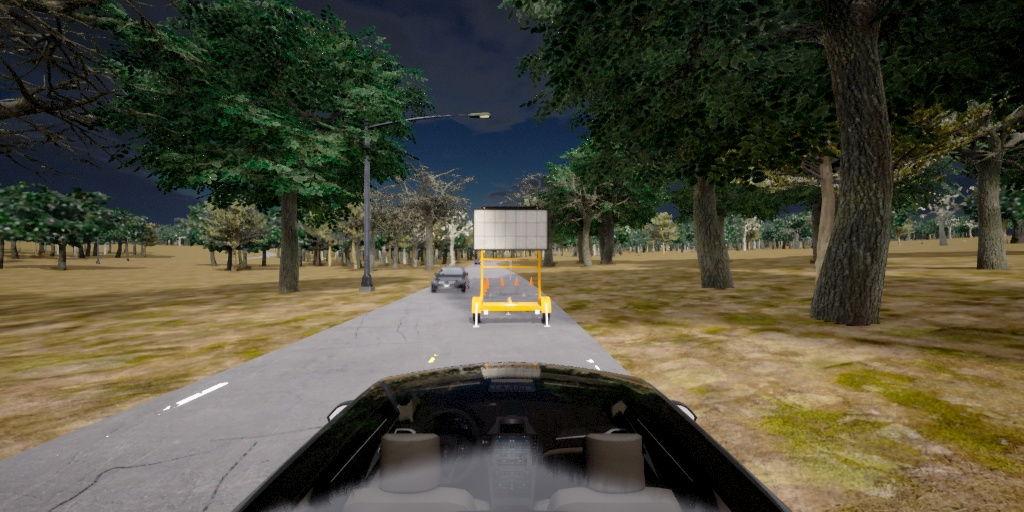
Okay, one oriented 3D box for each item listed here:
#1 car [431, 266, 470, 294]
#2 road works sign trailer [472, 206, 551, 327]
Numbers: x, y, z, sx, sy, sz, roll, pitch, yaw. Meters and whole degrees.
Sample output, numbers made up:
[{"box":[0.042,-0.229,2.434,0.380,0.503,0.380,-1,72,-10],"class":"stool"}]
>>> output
[{"box":[-3.453,1.300,20.812,1.812,1.442,4.674,0,0,-2],"class":"car"},{"box":[-0.046,0.225,11.523,2.380,3.560,2.880,0,0,-2],"class":"road works sign trailer"}]
